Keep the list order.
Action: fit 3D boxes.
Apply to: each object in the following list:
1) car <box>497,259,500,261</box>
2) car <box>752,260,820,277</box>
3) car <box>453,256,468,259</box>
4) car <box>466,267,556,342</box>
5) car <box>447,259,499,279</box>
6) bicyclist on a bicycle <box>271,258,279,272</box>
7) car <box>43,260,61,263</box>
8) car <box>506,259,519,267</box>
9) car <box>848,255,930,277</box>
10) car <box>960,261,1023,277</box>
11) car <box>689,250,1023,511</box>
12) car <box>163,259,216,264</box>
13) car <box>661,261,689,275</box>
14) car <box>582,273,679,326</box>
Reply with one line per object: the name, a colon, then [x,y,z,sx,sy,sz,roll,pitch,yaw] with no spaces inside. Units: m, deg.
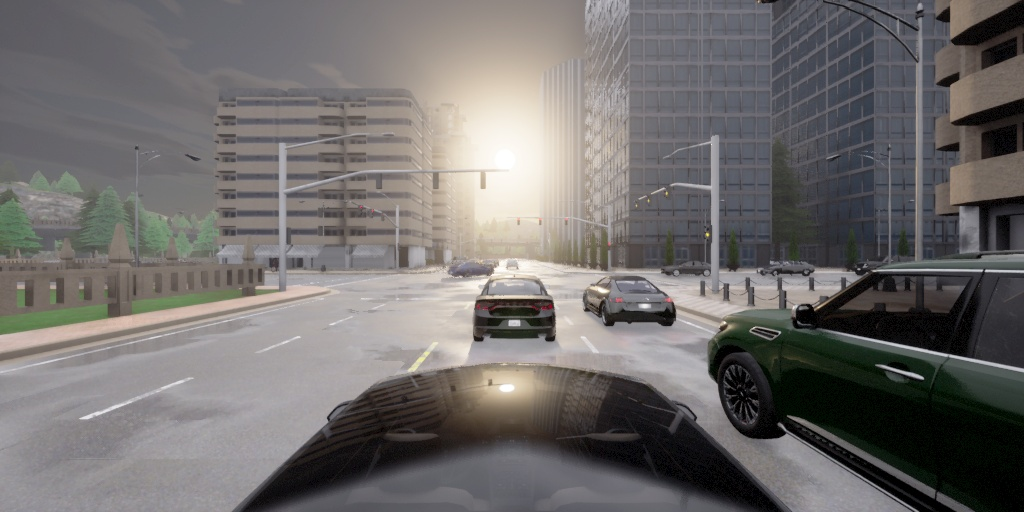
car: [-3.613,1.241,62.285,2.128,1.511,4.902,0,0,0]
car: [26.315,1.186,34.582,4.902,1.511,2.128,0,0,0]
car: [-7.132,0.972,49.574,2.150,2.045,5.566,0,0,0]
car: [0.063,1.228,9.841,1.882,1.535,5.008,0,0,0]
car: [-3.731,1.241,32.670,1.812,1.442,4.674,1,1,41]
bicyclist on a bicycle: [-26.109,0.995,39.787,0.582,1.620,1.656,0,0,7]
car: [-41.325,1.296,32.330,4.718,1.301,1.895,0,0,28]
car: [0.052,1.275,59.555,1.812,1.442,4.674,0,0,0]
car: [36.194,0.916,34.530,5.566,2.045,2.150,0,0,0]
car: [46.533,1.220,34.450,4.674,1.442,1.812,0,0,1]
car: [3.601,0.971,2.268,2.150,2.045,5.566,0,0,0]
car: [-24.109,1.200,27.969,4.892,1.490,1.837,0,0,4]
car: [16.953,1.199,34.633,4.892,1.490,1.837,0,0,0]
car: [3.571,1.314,11.622,1.994,1.385,4.181,0,0,0]
